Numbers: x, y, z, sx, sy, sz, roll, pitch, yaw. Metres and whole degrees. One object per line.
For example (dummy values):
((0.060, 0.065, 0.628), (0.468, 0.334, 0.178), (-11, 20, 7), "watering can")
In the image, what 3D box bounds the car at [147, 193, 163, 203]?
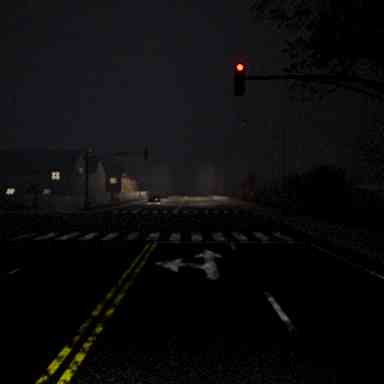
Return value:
((-6.541, 1.098, 57.470), (1.837, 1.490, 4.892), (0, 2, 0), "car")

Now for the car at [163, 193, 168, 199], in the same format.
((-6.554, 0.906, 75.273), (2.128, 1.511, 4.902), (0, 1, 0), "car")
